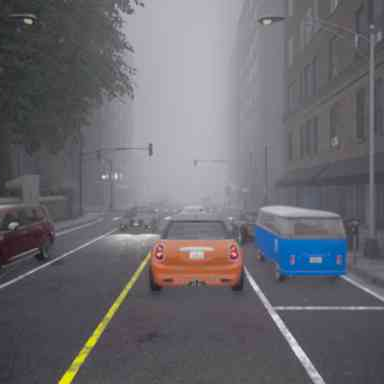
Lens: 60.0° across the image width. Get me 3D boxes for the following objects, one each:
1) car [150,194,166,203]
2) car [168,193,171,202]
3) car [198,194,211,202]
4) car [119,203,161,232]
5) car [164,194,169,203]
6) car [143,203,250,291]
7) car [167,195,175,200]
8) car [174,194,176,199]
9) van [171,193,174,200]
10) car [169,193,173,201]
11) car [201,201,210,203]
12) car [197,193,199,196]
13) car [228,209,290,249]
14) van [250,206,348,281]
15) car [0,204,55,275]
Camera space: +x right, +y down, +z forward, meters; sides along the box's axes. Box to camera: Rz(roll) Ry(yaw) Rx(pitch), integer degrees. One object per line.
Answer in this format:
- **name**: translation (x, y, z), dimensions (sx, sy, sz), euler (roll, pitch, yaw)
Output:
- **car**: translation (-5.669, 1.466, 53.003), dimensions (1.752, 1.417, 4.829), euler (0, 0, 0)
- **car**: translation (-5.669, 1.476, 64.075), dimensions (1.887, 1.381, 4.507), euler (0, 0, 0)
- **car**: translation (2.855, 1.369, 69.561), dimensions (1.967, 1.590, 4.097), euler (0, 0, 0)
- **car**: translation (-3.001, 1.552, 19.827), dimensions (1.994, 1.385, 4.181), euler (0, 0, 0)
- **car**: translation (-5.669, 1.486, 58.624), dimensions (2.008, 1.369, 4.403), euler (0, 0, 0)
- **car**: translation (0.101, 1.346, 9.125), dimensions (2.097, 1.767, 4.553), euler (0, 0, 0)
- **car**: translation (-5.670, 1.448, 91.159), dimensions (1.752, 1.417, 4.829), euler (0, 0, 0)
- **car**: translation (-5.670, 1.475, 80.427), dimensions (2.008, 1.369, 4.403), euler (0, 0, 0)
- **van**: translation (-5.670, 1.267, 74.976), dimensions (1.690, 1.788, 3.998), euler (0, 0, 0)
- **car**: translation (-5.670, 1.473, 69.526), dimensions (1.887, 1.381, 4.507), euler (0, 0, 0)
- **car**: translation (0.101, 1.509, 20.079), dimensions (1.812, 1.442, 4.674), euler (0, 0, 0)
- **car**: translation (2.855, 1.476, 80.459), dimensions (2.008, 1.369, 4.403), euler (0, 0, 0)
- **car**: translation (2.856, 1.554, 15.185), dimensions (1.947, 1.339, 4.313), euler (0, 0, 0)
- **van**: translation (2.856, 1.335, 9.524), dimensions (1.690, 1.788, 3.998), euler (0, 0, 0)
- **car**: translation (-5.669, 1.308, 9.484), dimensions (2.192, 1.841, 5.009), euler (0, 0, 0)
